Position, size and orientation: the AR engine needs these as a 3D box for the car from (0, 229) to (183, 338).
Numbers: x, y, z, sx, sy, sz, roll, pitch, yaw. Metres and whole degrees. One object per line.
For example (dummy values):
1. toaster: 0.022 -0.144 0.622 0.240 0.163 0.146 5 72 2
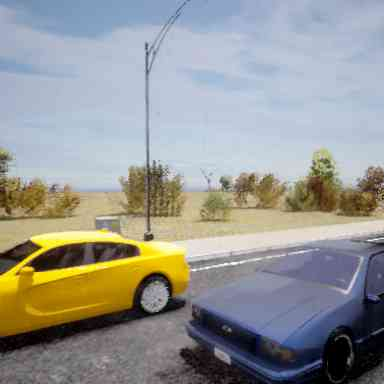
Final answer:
1. car: -2.381 1.479 5.982 5.008 1.535 1.882 0 0 -36

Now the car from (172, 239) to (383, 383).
1. car: 2.524 1.552 5.492 5.357 1.411 2.033 0 0 -36
